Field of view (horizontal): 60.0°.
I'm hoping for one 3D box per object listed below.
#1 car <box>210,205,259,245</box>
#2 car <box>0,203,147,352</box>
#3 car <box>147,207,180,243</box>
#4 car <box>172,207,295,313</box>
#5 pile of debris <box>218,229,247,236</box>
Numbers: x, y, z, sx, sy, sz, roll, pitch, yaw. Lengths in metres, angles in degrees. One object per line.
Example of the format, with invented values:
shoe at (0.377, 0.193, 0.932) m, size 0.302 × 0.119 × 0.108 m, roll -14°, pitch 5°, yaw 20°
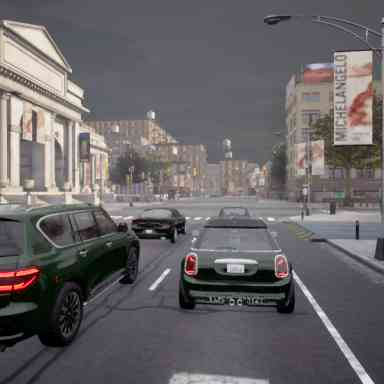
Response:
car at (2.136, 1.489, 16.752) m, size 2.128 × 1.511 × 4.902 m, roll 0°, pitch 0°, yaw 7°
car at (-2.671, 1.221, 6.533) m, size 2.150 × 2.045 × 5.566 m, roll 0°, pitch 0°, yaw 6°
car at (-1.459, 1.478, 16.207) m, size 1.882 × 1.535 × 5.008 m, roll 0°, pitch 0°, yaw 7°
car at (1.009, 1.352, 7.903) m, size 2.097 × 1.767 × 4.553 m, roll 0°, pitch 0°, yaw 7°
pile of debris at (2.192, 2.175, 17.989) m, size 1.500 × 0.140 × 1.860 m, roll 0°, pitch 0°, yaw 8°
